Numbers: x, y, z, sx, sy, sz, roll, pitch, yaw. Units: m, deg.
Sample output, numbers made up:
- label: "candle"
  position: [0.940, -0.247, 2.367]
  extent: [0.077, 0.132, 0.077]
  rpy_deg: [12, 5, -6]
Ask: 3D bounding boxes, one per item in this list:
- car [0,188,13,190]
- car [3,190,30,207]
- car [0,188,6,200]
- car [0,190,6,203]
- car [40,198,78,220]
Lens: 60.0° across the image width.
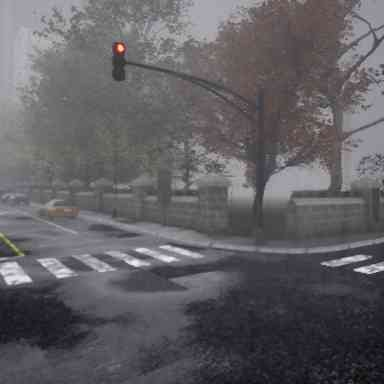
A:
- label: "car"
  position: [-25.564, 0.425, 45.507]
  extent: [2.192, 1.841, 5.009]
  rpy_deg: [1, 0, -36]
- label: "car"
  position: [-19.050, 0.855, 36.554]
  extent: [2.008, 1.369, 4.403]
  rpy_deg: [1, 0, -36]
- label: "car"
  position: [-32.082, 0.232, 54.459]
  extent: [2.192, 1.841, 5.009]
  rpy_deg: [1, 0, -36]
- label: "car"
  position: [-22.311, 0.773, 41.031]
  extent: [1.947, 1.339, 4.313]
  rpy_deg: [1, 0, -36]
- label: "car"
  position: [-9.372, 1.121, 23.263]
  extent: [1.752, 1.417, 4.829]
  rpy_deg: [1, 0, -36]
